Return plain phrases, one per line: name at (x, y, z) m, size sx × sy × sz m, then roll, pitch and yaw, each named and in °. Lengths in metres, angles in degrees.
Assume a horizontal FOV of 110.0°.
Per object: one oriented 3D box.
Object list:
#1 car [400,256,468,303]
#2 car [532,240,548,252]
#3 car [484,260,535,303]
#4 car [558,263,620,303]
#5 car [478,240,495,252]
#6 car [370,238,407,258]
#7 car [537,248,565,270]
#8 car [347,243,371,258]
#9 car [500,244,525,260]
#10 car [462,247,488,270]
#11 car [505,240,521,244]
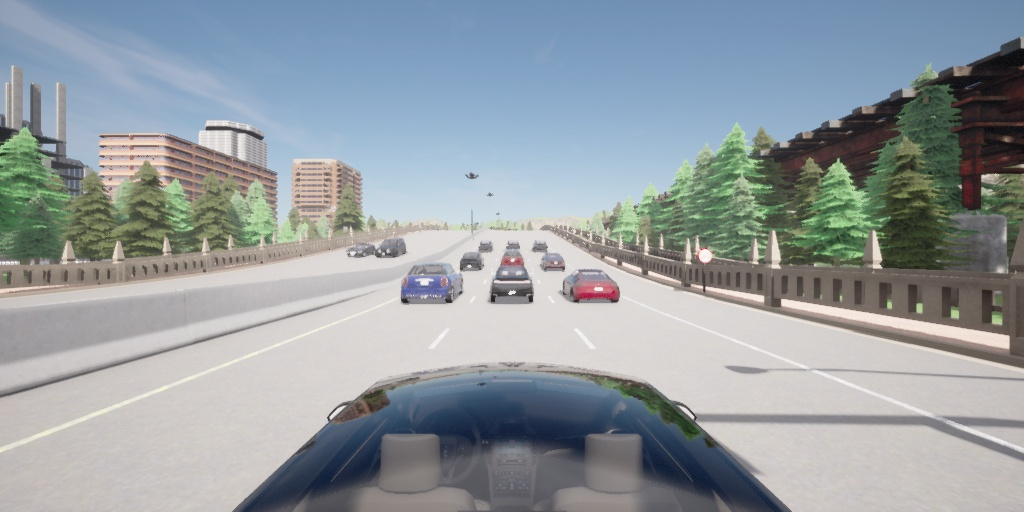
car at (-3.500, 1.050, 16.451) m, size 2.097 × 1.767 × 4.553 m, roll 0°, pitch 1°, yaw 0°
car at (3.640, -1.385, 46.571) m, size 2.128 × 1.511 × 4.902 m, roll 0°, pitch 7°, yaw 0°
car at (0.000, 1.179, 16.484) m, size 2.128 × 1.511 × 4.902 m, roll 0°, pitch 1°, yaw 0°
car at (3.500, 1.258, 16.485) m, size 1.994 × 1.385 × 4.181 m, roll 0°, pitch 1°, yaw 0°
car at (-3.360, -1.385, 46.610) m, size 2.128 × 1.511 × 4.902 m, roll 0°, pitch 7°, yaw 0°
car at (-13.889, -0.909, 41.505) m, size 2.150 × 2.045 × 5.566 m, roll 0°, pitch 7°, yaw 0°
car at (3.556, 0.410, 31.397) m, size 2.033 × 1.411 × 5.357 m, roll 0°, pitch 5°, yaw 0°
car at (-17.389, -0.719, 41.579) m, size 2.128 × 1.511 × 4.902 m, roll 0°, pitch 7°, yaw 0°
car at (0.055, 0.216, 31.371) m, size 2.097 × 1.767 × 4.553 m, roll 0°, pitch 5°, yaw 0°
car at (-3.444, 0.363, 31.434) m, size 1.837 × 1.490 × 4.892 m, roll 0°, pitch 5°, yaw 0°
car at (0.140, -1.385, 46.591) m, size 2.128 × 1.511 × 4.902 m, roll 0°, pitch 7°, yaw 0°
